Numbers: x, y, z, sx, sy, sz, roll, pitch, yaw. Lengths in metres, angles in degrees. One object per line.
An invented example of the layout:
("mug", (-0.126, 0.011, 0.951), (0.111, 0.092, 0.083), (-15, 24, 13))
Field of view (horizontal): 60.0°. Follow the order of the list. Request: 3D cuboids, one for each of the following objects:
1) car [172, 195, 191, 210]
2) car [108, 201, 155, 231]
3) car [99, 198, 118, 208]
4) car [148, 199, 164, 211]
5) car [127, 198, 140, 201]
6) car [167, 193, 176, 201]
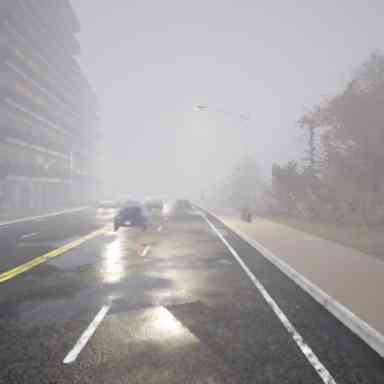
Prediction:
("car", (-1.116, 1.431, 40.546), (1.994, 1.385, 4.181), (0, 0, -3))
("car", (-3.459, 1.468, 19.891), (1.812, 1.442, 4.674), (0, 0, -2))
("car", (-11.350, 1.472, 45.271), (1.895, 1.301, 4.718), (0, 0, -4))
("car", (-4.229, 1.483, 38.209), (1.895, 1.301, 4.718), (0, 0, -3))
("car", (-8.114, 1.464, 45.587), (1.895, 1.301, 4.718), (0, 0, -4))
("car", (-4.587, 1.084, 76.971), (2.097, 1.767, 4.553), (0, 0, -8))
